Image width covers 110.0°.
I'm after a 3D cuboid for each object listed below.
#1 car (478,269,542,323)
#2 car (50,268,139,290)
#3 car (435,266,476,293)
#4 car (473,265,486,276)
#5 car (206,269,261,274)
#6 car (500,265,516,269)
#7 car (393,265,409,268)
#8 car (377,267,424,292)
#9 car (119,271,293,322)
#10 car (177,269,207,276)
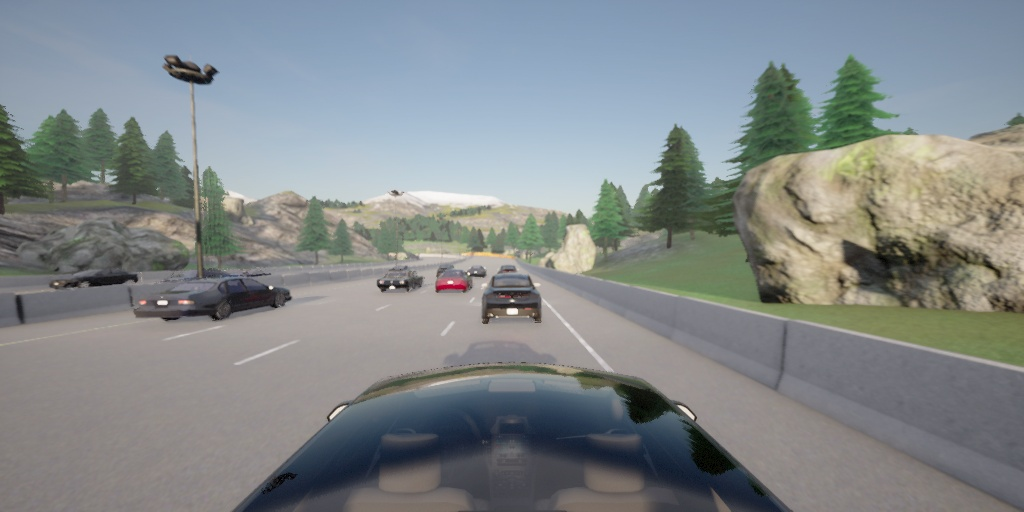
[{"bbox_3d":[-0.027,1.356,12.591,1.837,1.490,4.892,0,-1,-1],"label":"car"},{"bbox_3d":[-31.875,1.725,27.568,1.882,1.535,5.008,0,-1,-1],"label":"car"},{"bbox_3d":[-3.695,1.561,23.347,1.994,1.385,4.181,0,-1,-1],"label":"car"},{"bbox_3d":[-3.973,1.758,41.034,1.994,1.385,4.181,0,-1,-1],"label":"car"},{"bbox_3d":[-21.381,1.792,28.720,1.895,1.301,4.718,0,-1,-1],"label":"car"},{"bbox_3d":[-0.365,1.597,34.123,1.837,1.490,4.892,0,-1,-1],"label":"car"},{"bbox_3d":[-10.895,1.680,36.027,2.128,1.511,4.902,0,-1,-1],"label":"car"},{"bbox_3d":[-7.201,1.627,23.677,1.895,1.301,4.718,0,-1,-1],"label":"car"},{"bbox_3d":[-10.539,1.482,13.278,2.033,1.411,5.357,0,-1,-1],"label":"car"},{"bbox_3d":[-24.881,1.763,28.696,2.033,1.411,5.357,0,-1,-1],"label":"car"}]
